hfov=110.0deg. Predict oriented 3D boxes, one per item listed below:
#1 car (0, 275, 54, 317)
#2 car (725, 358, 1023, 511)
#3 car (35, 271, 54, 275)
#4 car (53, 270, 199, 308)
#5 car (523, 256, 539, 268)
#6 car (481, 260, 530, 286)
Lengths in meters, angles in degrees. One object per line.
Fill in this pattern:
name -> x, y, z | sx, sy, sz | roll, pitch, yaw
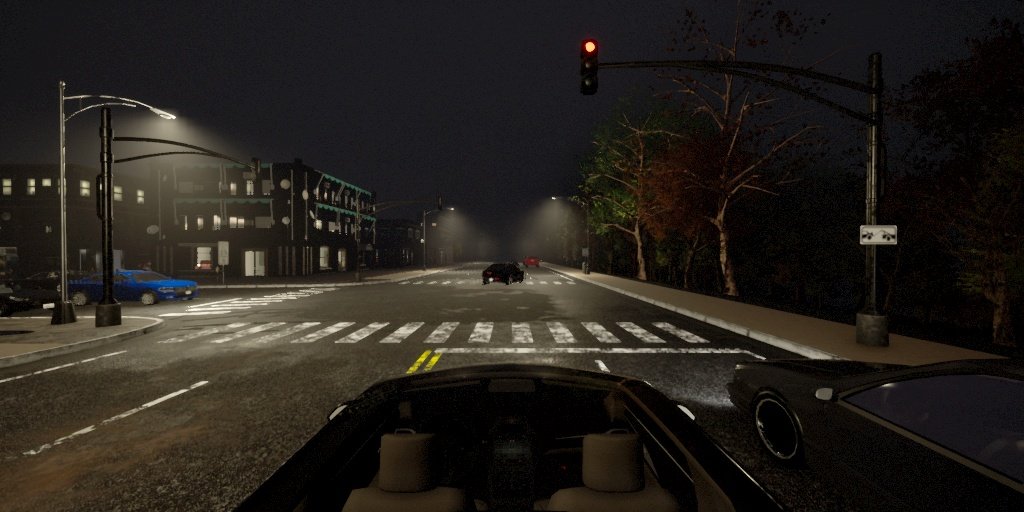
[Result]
car -> -19.930, 1.565, 13.755 | 4.313, 1.339, 1.948 | 0, 0, 0
car -> 3.326, 1.297, 1.762 | 2.033, 1.411, 5.357 | 0, 0, 3
car -> -28.249, 1.560, 22.280 | 4.403, 1.370, 2.007 | 0, 0, 0
car -> -17.207, 1.419, 16.372 | 5.008, 1.535, 1.882 | -1, 1, 2
car -> 3.442, 0.949, 62.145 | 2.150, 2.045, 5.566 | 0, 0, 0
car -> -0.528, 1.249, 25.176 | 1.837, 1.490, 4.892 | 2, 1, 20
